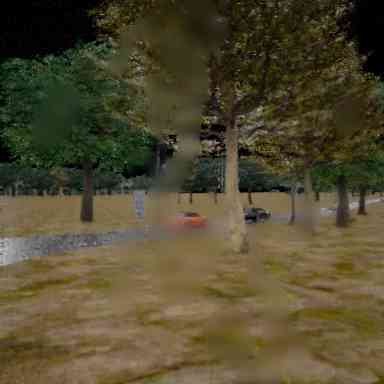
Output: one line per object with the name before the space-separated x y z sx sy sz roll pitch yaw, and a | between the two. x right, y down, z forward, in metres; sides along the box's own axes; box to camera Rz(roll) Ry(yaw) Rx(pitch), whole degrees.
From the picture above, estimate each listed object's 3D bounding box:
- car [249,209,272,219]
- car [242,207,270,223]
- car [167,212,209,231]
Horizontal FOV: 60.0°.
car | 11.299 3.637 54.634 2.128 1.511 4.902 -3 -3 33
car | 8.161 2.941 43.357 2.150 2.045 5.566 -3 -3 33
car | -0.246 2.566 30.352 2.097 1.767 4.553 -3 -3 33
